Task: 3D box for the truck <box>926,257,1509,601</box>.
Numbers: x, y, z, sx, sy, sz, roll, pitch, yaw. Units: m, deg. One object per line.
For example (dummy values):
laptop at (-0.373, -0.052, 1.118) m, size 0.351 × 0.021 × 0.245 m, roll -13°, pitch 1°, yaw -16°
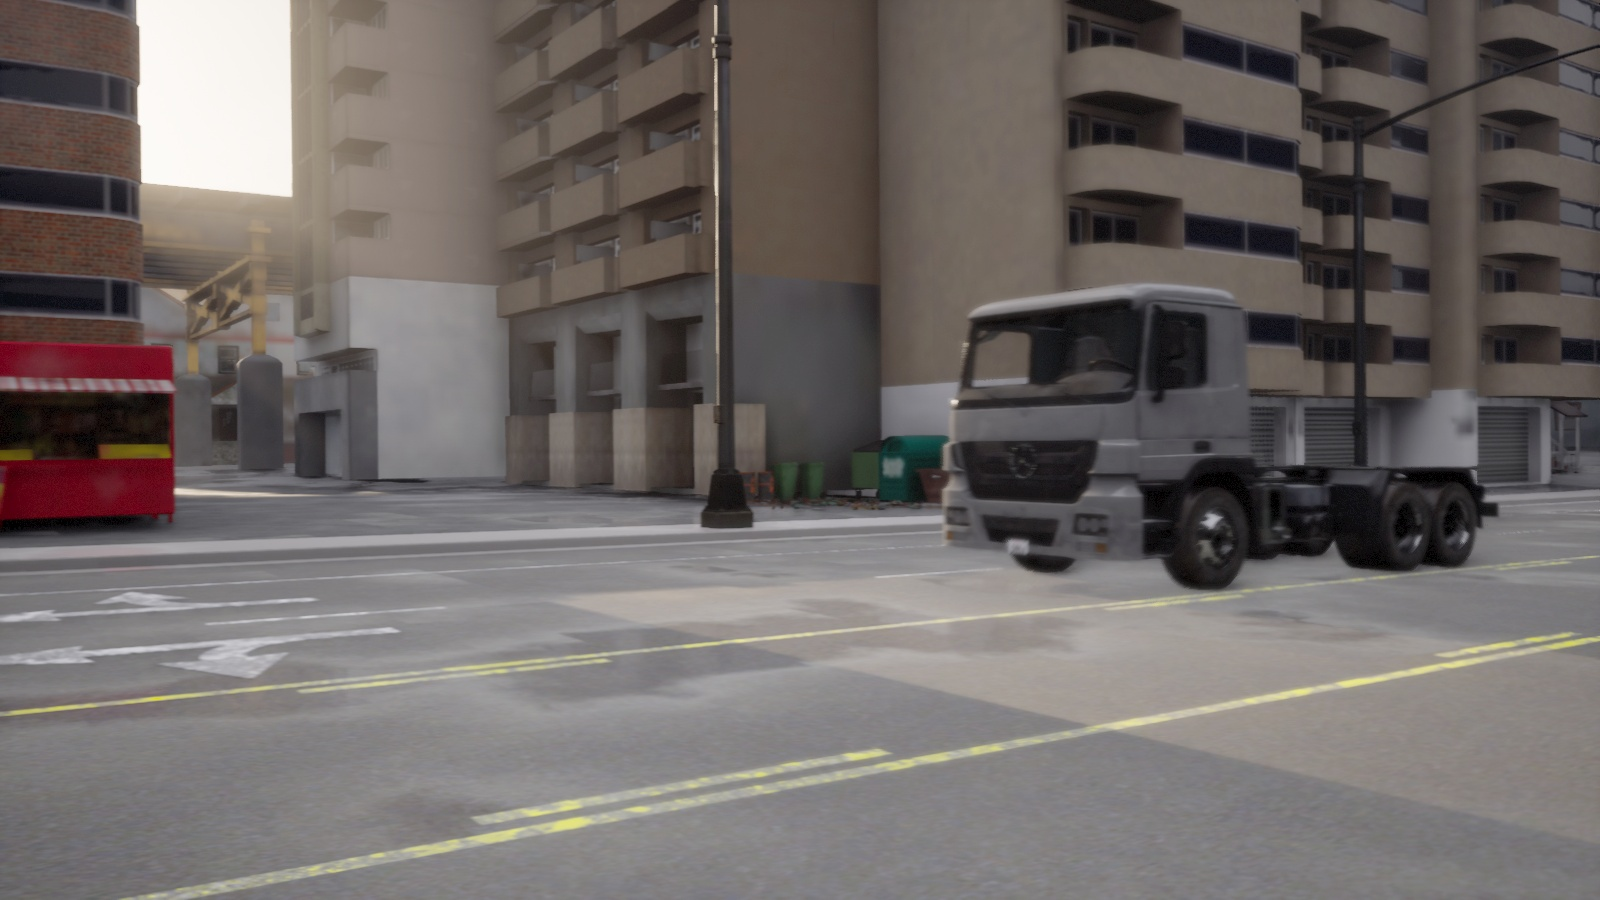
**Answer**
truck at (5.589, -0.210, 16.069) m, size 7.936 × 3.462 × 2.891 m, roll 0°, pitch 0°, yaw -35°
